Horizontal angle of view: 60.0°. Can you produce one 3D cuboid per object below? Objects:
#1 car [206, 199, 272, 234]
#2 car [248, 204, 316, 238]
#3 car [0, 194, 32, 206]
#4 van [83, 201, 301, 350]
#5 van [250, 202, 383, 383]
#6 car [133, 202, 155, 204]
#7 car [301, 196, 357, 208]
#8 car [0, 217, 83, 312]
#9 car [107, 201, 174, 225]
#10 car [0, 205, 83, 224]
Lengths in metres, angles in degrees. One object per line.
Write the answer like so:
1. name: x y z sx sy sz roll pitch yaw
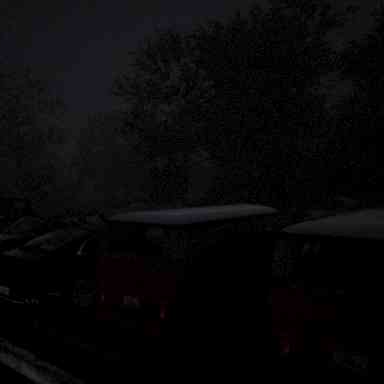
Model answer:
1. car: 3.018 1.371 20.510 2.185 1.767 4.553 0 0 36
2. car: 5.245 1.526 18.849 2.163 1.488 4.792 0 0 35
3. car: -8.806 1.245 12.804 2.435 2.045 5.566 0 0 35
4. van: 0.408 1.270 6.411 1.878 1.987 4.442 0 0 35
5. van: 2.690 1.270 4.784 1.878 1.987 4.442 0 0 35
6. car: -1.626 1.494 23.556 1.946 1.575 5.366 0 0 35
7. car: 7.538 1.245 17.284 2.435 2.045 5.566 0 0 35
8. car: -1.946 1.497 7.939 2.231 1.521 4.892 0 0 35
9. car: -3.776 1.498 25.324 2.231 1.521 4.892 0 0 36
10. car: -4.206 1.371 9.597 2.185 1.767 4.553 0 0 35
